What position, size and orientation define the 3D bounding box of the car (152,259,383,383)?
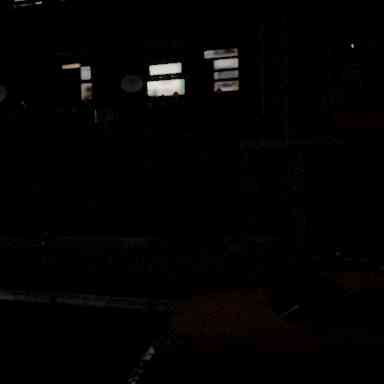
[{"bbox_3d":[1.986,1.503,3.897,4.829,1.417,1.752,0,-1,10],"label":"car"}]
